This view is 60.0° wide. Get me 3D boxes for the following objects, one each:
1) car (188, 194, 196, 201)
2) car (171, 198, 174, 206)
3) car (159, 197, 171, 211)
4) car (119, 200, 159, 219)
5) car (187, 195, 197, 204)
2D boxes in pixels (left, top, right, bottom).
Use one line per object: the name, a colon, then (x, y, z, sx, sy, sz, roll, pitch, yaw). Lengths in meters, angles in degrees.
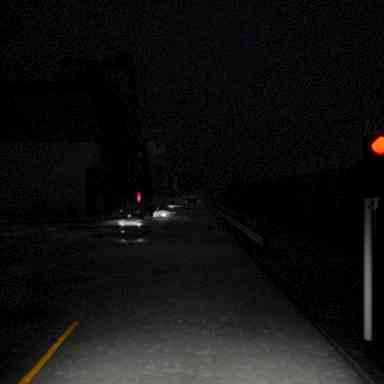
car: (0.048, 1.348, 76.798, 1.882, 1.535, 5.008, 0, 0, 0)
car: (-4.042, 1.592, 56.750, 1.994, 1.385, 4.181, 0, 0, 0)
car: (-4.064, 1.621, 41.605, 1.895, 1.301, 4.718, 0, 0, 0)
car: (-4.706, 1.615, 29.083, 1.895, 1.301, 4.718, 0, 0, 10)
car: (0.044, 1.525, 66.378, 2.128, 1.511, 4.902, 0, 0, 0)
